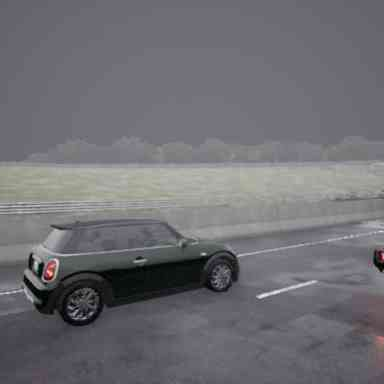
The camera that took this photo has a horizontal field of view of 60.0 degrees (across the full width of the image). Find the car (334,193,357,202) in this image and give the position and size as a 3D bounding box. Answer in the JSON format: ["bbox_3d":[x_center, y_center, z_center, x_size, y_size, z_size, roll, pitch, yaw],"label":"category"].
[{"bbox_3d":[20.930,0.873,44.686,4.181,1.385,1.994,-2,1,-35],"label":"car"}]

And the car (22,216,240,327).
[{"bbox_3d":[-1.097,1.338,7.268,4.553,1.767,2.097,0,0,-36],"label":"car"}]

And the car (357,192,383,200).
[{"bbox_3d":[23.559,0.770,42.254,5.008,1.535,1.882,-1,1,-35],"label":"car"}]

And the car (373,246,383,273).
[{"bbox_3d":[6.716,1.524,8.554,4.718,1.301,1.895,-1,0,-36],"label":"car"}]
